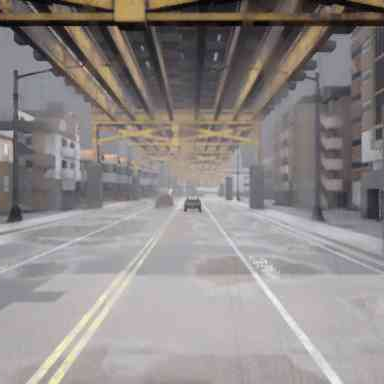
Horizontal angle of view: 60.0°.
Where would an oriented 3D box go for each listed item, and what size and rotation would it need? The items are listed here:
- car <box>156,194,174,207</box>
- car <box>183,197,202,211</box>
[{"bbox_3d":[-3.580,1.069,44.310,2.097,1.767,4.553,0,1,0],"label":"car"},{"bbox_3d":[0.084,1.278,37.308,2.128,1.511,4.902,0,1,0],"label":"car"}]
